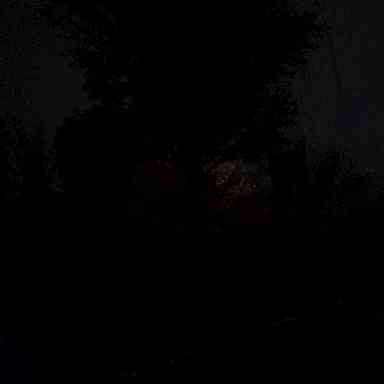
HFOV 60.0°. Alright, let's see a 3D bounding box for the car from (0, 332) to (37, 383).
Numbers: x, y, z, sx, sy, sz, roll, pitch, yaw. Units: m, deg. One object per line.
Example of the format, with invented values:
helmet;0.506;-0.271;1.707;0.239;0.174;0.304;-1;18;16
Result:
car;-3.073;1.479;0.872;5.008;1.535;1.882;0;0;-35
